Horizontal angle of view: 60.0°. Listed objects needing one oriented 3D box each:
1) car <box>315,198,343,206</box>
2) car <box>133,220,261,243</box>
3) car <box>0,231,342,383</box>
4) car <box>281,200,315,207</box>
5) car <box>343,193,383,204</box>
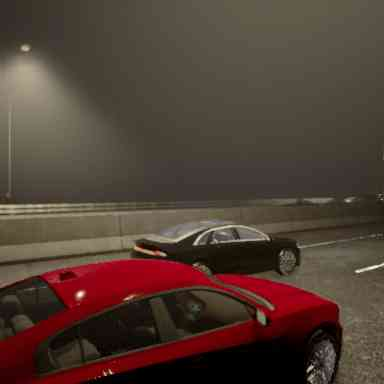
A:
[{"bbox_3d":[16.433,1.439,37.205,4.902,1.511,2.128,0,0,-35],"label":"car"},{"bbox_3d":[0.794,1.485,8.614,4.902,1.511,2.128,0,0,-36],"label":"car"},{"bbox_3d":[-0.432,1.476,3.439,5.008,1.535,1.882,0,0,-36],"label":"car"},{"bbox_3d":[12.519,1.552,38.716,4.718,1.301,1.895,0,0,-35],"label":"car"},{"bbox_3d":[18.420,1.168,34.327,5.566,2.045,2.150,0,0,-35],"label":"car"}]
